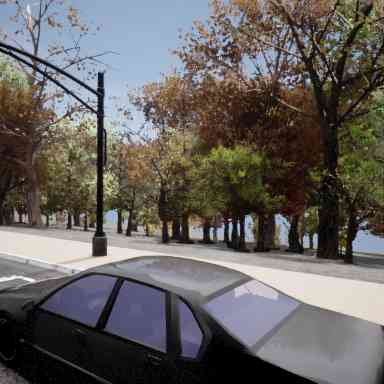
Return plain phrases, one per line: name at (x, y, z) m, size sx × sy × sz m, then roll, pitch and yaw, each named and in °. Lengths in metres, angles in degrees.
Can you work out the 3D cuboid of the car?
car at (-0.545, 1.547, 4.067) m, size 5.357 × 1.411 × 2.033 m, roll 0°, pitch 0°, yaw 35°
